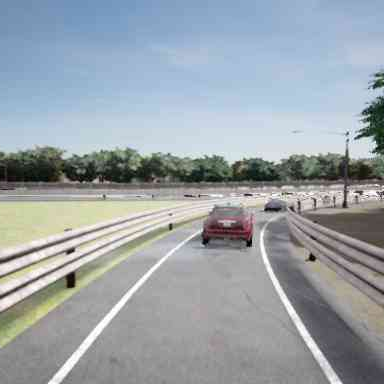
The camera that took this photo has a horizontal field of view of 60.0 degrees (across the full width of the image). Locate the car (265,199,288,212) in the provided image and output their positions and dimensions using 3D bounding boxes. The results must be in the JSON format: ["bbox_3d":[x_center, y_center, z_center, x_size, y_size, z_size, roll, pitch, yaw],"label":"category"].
[{"bbox_3d":[9.627,1.458,37.573,1.994,1.385,4.181,2,1,27],"label":"car"}]

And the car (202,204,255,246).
[{"bbox_3d":[1.805,1.323,15.487,2.097,1.767,4.553,1,0,11],"label":"car"}]
